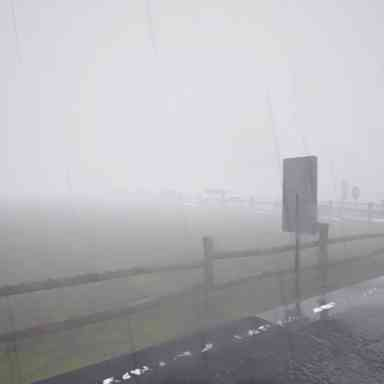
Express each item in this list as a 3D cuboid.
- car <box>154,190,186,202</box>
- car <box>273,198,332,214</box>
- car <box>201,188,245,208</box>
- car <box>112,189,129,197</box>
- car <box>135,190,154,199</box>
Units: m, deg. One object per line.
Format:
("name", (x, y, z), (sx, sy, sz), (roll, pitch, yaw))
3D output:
("car", (-2.728, 0.488, 44.194), (2.097, 1.767, 4.553), (1, 1, -35))
("car", (9.030, 1.086, 27.425), (1.882, 1.535, 5.008), (1, 1, -35))
("car", (3.203, 0.594, 35.734), (2.150, 2.045, 5.566), (1, 1, -35))
("car", (-14.084, 0.120, 65.464), (2.128, 1.511, 4.902), (1, 1, -35))
("car", (-8.063, 0.342, 56.899), (1.882, 1.535, 5.008), (1, 1, -35))
